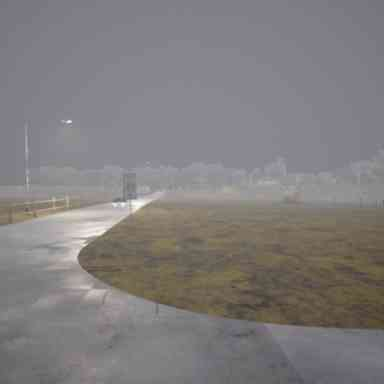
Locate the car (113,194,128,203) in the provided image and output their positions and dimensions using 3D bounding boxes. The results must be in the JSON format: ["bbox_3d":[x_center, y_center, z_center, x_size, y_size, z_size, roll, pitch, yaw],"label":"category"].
[{"bbox_3d":[-11.092,0.981,51.920,1.994,1.385,4.181,-1,0,-4],"label":"car"}]
